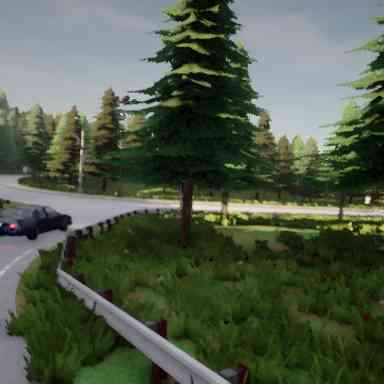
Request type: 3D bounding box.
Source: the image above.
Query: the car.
[{"bbox_3d":[-7.630,1.319,15.941,2.033,1.411,5.357,5,1,4],"label":"car"}]
